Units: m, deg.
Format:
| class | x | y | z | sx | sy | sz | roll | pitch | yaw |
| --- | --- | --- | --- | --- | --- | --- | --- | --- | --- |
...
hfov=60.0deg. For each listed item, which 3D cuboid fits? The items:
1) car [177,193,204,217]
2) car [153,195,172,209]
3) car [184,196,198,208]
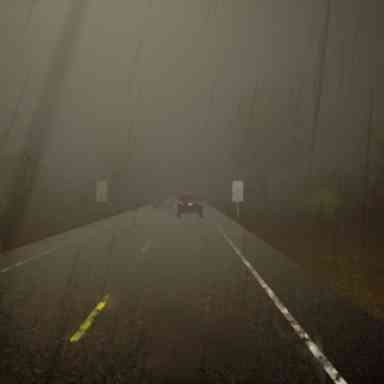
| class | x | y | z | sx | sy | sz | roll | pitch | yaw |
| --- | --- | --- | --- | --- | --- | --- | --- | --- | --- |
| car | -0.131 | 1.096 | 29.539 | 2.150 | 2.045 | 5.566 | 0 | 0 | 0 |
| car | -3.739 | 1.192 | 42.388 | 2.097 | 1.767 | 4.553 | 0 | 0 | 0 |
| car | -0.183 | 1.307 | 46.635 | 1.882 | 1.535 | 5.008 | 0 | 0 | 0 |
